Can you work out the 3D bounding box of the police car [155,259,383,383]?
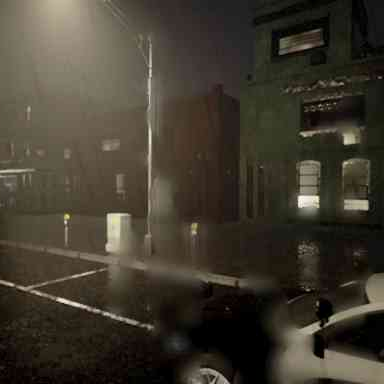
[{"bbox_3d":[1.940,1.425,2.945,5.238,1.638,1.930,0,0,35],"label":"police car"}]
